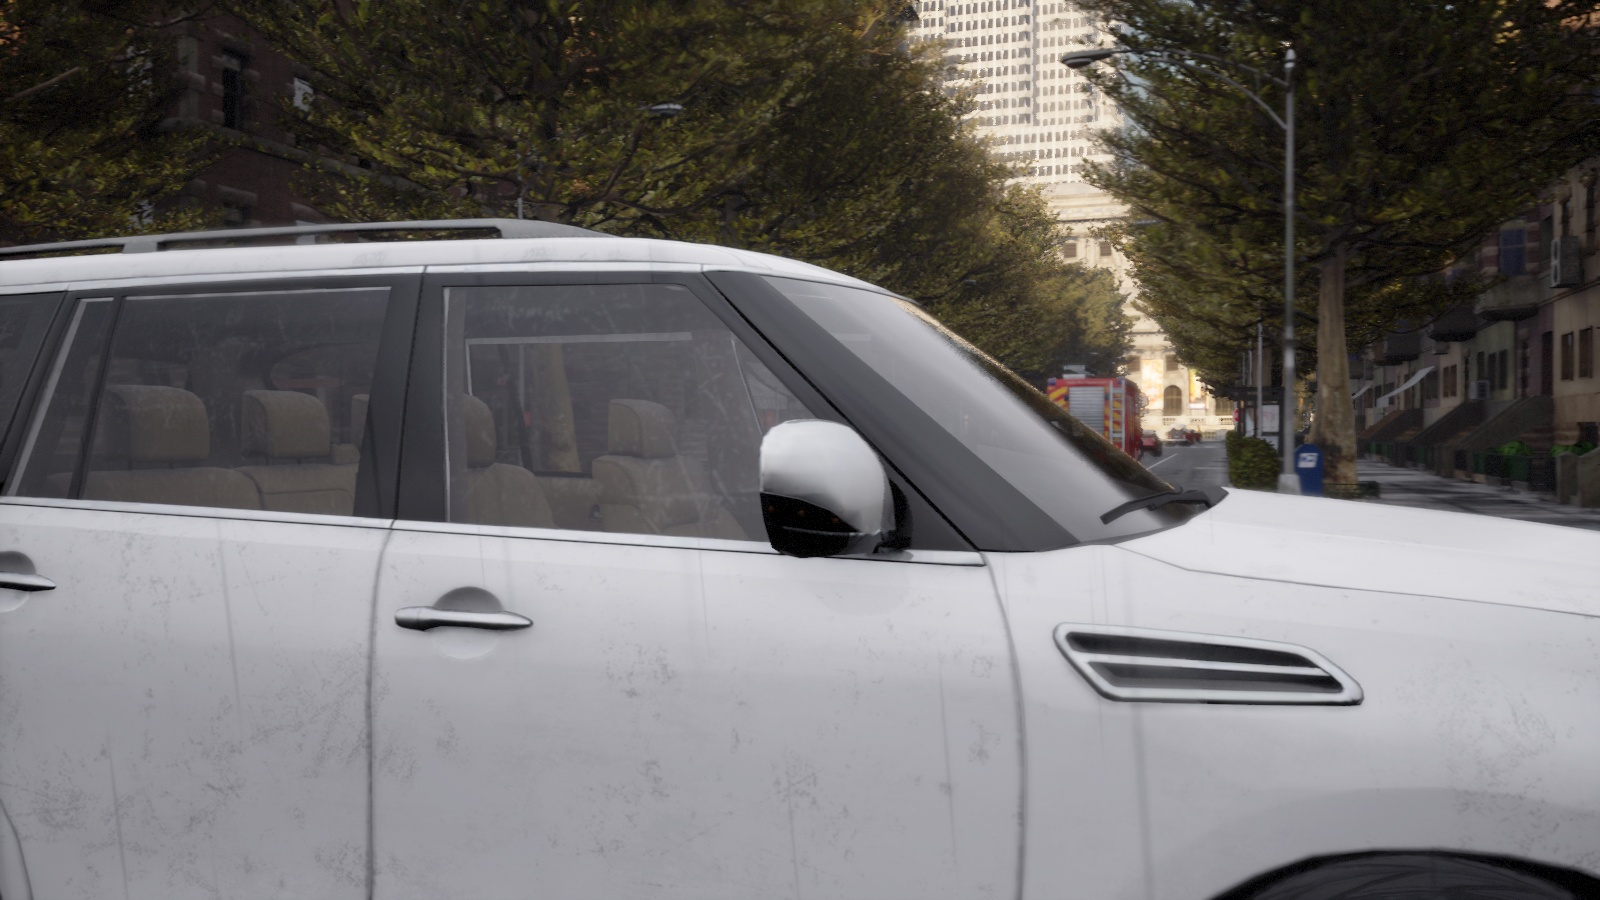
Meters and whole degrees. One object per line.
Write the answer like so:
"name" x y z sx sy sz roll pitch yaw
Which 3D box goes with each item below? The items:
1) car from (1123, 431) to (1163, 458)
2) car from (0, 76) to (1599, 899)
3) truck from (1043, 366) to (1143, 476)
"car" 20.524 -0.351 75.057 2.007 1.525 4.514 1 1 19
"car" -0.414 0.491 3.326 5.566 2.045 2.150 1 1 19
"truck" 11.383 -1.066 48.175 2.891 3.827 8.468 1 1 19
